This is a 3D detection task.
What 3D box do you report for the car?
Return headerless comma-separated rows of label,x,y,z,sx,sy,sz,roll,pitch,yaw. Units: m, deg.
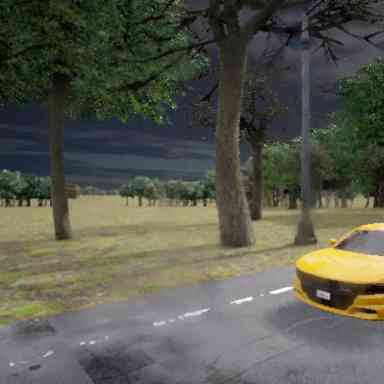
car,4.220,1.427,7.003,5.008,1.535,1.882,0,0,-36
